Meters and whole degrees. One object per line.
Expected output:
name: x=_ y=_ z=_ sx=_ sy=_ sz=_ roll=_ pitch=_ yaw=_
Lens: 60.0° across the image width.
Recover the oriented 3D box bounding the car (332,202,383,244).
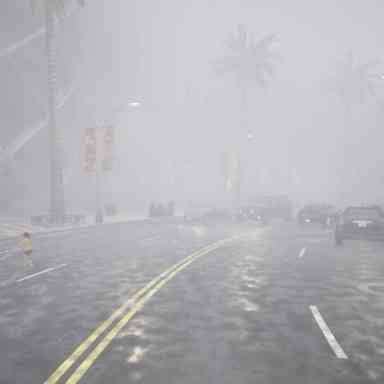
car: x=7.906 y=1.351 z=15.314 sx=2.097 sy=1.767 sz=4.553 roll=0 pitch=0 yaw=28

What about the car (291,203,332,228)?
car: x=8.876 y=1.506 z=22.595 sx=1.837 sy=1.490 sz=4.892 roll=0 pitch=0 yaw=42

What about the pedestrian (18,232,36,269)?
pedestrian: x=-4.806 y=1.674 z=9.770 sx=0.500 sy=1.100 sz=0.500 roll=0 pitch=0 yaw=13

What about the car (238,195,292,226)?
car: x=5.352 y=1.220 z=24.219 sx=2.150 sy=2.045 sz=5.566 roll=0 pitch=0 yaw=41

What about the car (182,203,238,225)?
car: x=1.209 y=1.526 z=24.405 sx=1.812 sy=1.442 sz=4.674 roll=0 pitch=0 yaw=38
